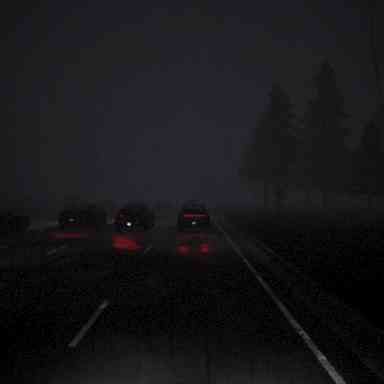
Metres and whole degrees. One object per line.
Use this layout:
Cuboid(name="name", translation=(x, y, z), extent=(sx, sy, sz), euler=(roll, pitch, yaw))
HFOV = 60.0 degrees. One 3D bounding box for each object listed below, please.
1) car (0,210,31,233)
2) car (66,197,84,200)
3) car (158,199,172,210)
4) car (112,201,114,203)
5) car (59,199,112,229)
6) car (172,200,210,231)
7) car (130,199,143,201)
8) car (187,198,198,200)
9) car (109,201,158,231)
Cuboid(name="car", translation=(-10.394, 1.592, 17.425), extent=(1.895, 1.301, 4.718), euler=(0, 0, 0))
Cuboid(name="car", translation=(-13.979, 1.332, 40.576), extent=(2.097, 1.767, 4.553), euler=(0, 0, 0))
Cuboid(name="car", translation=(-3.471, 1.582, 41.390), extent=(1.895, 1.301, 4.718), euler=(0, 0, 0))
Cuboid(name="car", translation=(-10.479, 1.582, 40.615), extent=(1.895, 1.301, 4.718), euler=(0, 0, 0))
Cuboid(name="car", translation=(-6.892, 1.468, 21.531), extent=(1.882, 1.535, 5.008), euler=(0, 0, 0))
Cuboid(name="car", translation=(0.107, 1.480, 20.390), extent=(2.128, 1.511, 4.902), euler=(0, 0, 0))
Cuboid(name="car", translation=(-6.965, 1.581, 42.009), extent=(1.895, 1.301, 4.718), euler=(0, 0, 0))
Cuboid(name="car", translation=(0.030, 1.474, 41.426), extent=(2.128, 1.511, 4.902), euler=(0, 0, 0))
Cuboid(name="car", translation=(-3.391, 1.493, 20.337), extent=(1.837, 1.490, 4.892), euler=(0, 0, 0))
